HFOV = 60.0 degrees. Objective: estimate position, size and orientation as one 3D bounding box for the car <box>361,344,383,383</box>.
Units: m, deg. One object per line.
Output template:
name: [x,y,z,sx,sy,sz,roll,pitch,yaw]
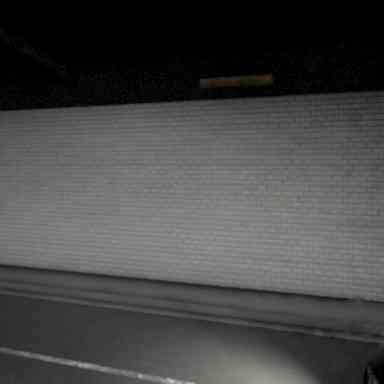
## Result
car: [3.940,1.810,2.590,4.674,1.442,1.812,1,-3,16]
